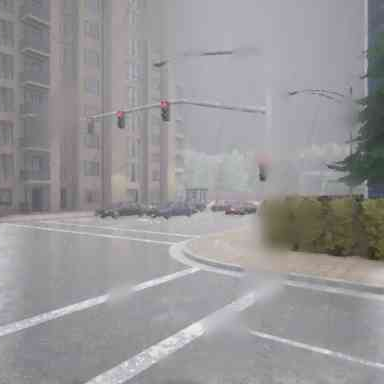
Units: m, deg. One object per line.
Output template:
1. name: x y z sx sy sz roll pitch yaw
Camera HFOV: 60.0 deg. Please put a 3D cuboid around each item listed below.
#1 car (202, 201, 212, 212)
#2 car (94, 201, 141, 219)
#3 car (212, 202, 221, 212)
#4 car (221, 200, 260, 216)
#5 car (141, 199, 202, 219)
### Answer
1. car: -0.325 1.491 37.250 2.128 1.511 4.902 0 0 36
2. car: -6.016 1.547 29.452 2.033 1.411 5.357 0 0 36
3. car: 3.974 1.601 37.201 1.895 1.301 4.718 0 0 36
4. car: 4.955 1.564 32.314 1.994 1.385 4.181 0 0 36
5. car: -1.680 1.547 29.459 2.033 1.411 5.357 0 0 36
